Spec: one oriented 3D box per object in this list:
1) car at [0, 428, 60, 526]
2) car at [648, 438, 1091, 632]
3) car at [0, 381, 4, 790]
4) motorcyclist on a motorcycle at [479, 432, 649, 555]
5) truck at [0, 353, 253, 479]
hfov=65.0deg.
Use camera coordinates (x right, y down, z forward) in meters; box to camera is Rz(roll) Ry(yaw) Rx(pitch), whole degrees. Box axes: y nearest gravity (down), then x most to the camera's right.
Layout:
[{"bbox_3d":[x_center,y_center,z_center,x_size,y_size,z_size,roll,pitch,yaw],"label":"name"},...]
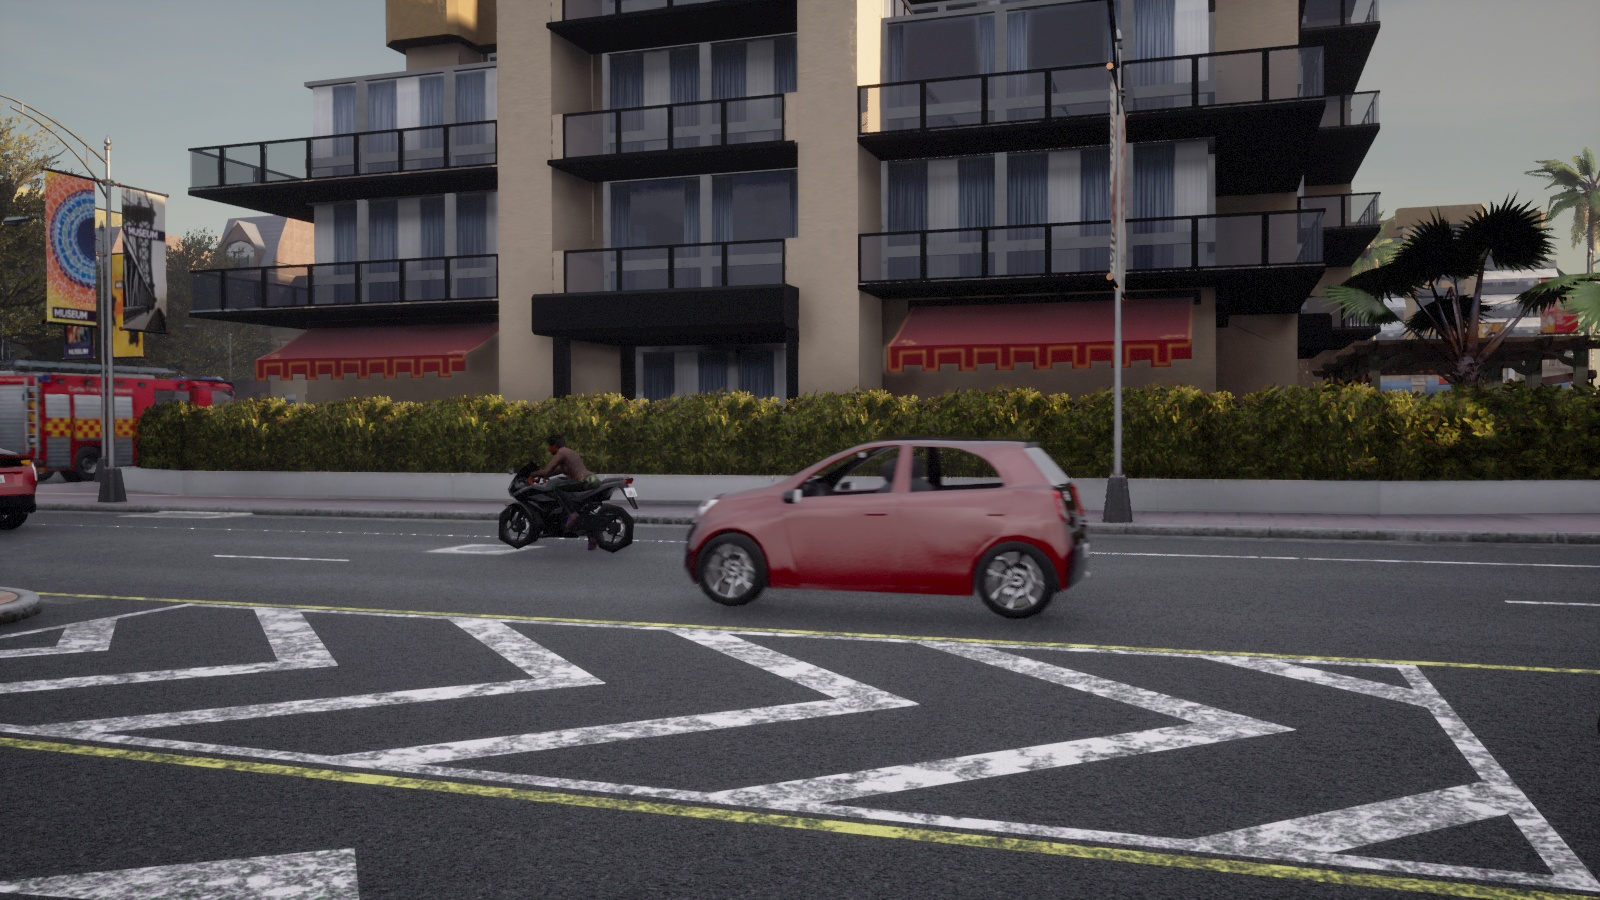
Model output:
[{"bbox_3d":[-14.469,0.397,20.129,4.514,1.525,2.007,1,1,19],"label":"car"},{"bbox_3d":[0.680,0.661,11.376,3.633,1.501,1.845,1,1,19],"label":"car"},{"bbox_3d":[-5.941,0.580,5.162,4.553,1.767,2.097,1,1,19],"label":"car"},{"bbox_3d":[-3.066,0.536,16.328,2.044,1.523,0.797,1,1,19],"label":"motorcyclist on a motorcycle"},{"bbox_3d":[-22.838,-1.110,42.667,2.891,3.827,8.468,1,1,18],"label":"truck"}]
